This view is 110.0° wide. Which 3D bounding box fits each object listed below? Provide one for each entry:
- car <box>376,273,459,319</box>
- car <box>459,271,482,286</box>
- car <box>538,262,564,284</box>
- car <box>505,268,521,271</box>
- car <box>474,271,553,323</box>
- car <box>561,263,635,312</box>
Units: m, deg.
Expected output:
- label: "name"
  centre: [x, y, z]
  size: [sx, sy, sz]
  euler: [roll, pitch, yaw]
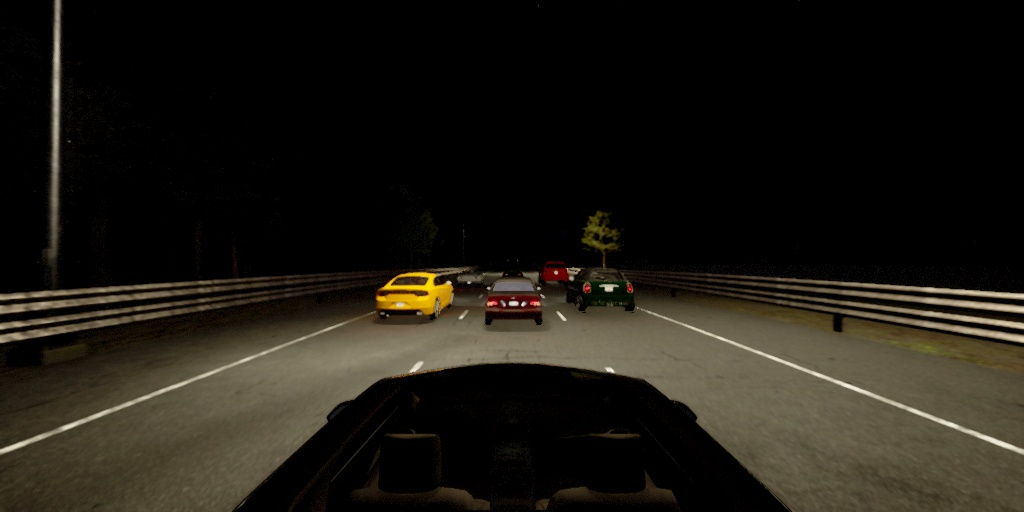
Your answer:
- label: "car"
  centre: [-3.439, 1.374, 13.513]
  size: [1.882, 1.535, 5.008]
  euler: [0, -1, 0]
- label: "car"
  centre: [-3.434, 1.907, 31.065]
  size: [1.895, 1.301, 4.718]
  euler: [0, -1, 0]
- label: "car"
  centre: [3.567, 1.540, 31.650]
  size: [2.150, 2.045, 5.566]
  euler: [0, -2, 0]
- label: "car"
  centre: [0.069, 1.836, 32.628]
  size: [2.128, 1.511, 4.902]
  euler: [0, -1, 0]
- label: "car"
  centre: [0.059, 1.428, 12.594]
  size: [2.033, 1.411, 5.357]
  euler: [0, -1, 0]
- label: "car"
  centre: [3.569, 1.281, 15.289]
  size: [2.097, 1.767, 4.553]
  euler: [0, -1, 0]
